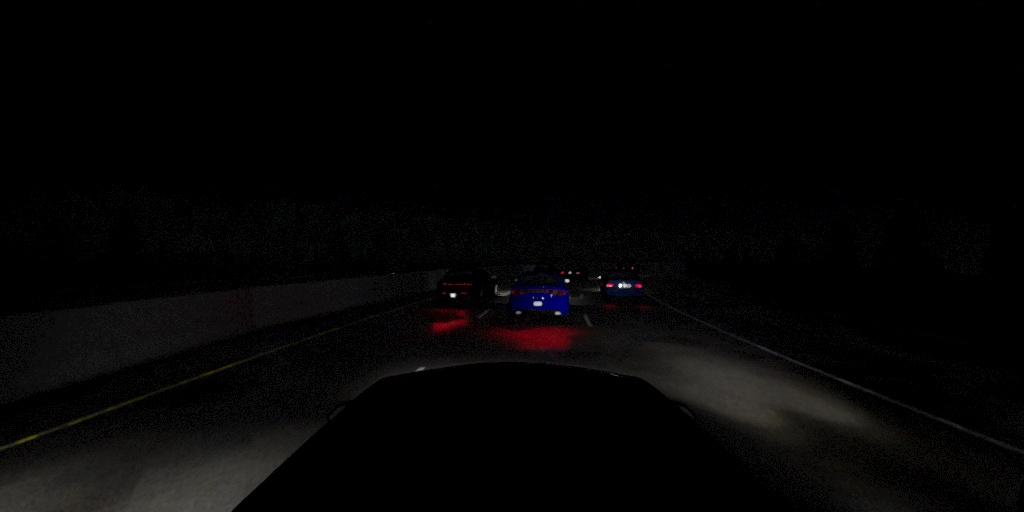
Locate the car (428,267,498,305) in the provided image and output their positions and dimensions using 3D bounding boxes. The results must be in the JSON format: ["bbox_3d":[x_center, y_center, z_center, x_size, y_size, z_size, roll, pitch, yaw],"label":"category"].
[{"bbox_3d":[-1.909,1.293,16.444,1.837,1.490,4.892,0,0,10],"label":"car"}]

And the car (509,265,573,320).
[{"bbox_3d":[1.060,1.262,13.001,1.882,1.535,5.008,0,0,7],"label":"car"}]

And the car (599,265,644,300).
[{"bbox_3d":[5.460,1.362,18.182,2.033,1.411,5.357,0,0,12],"label":"car"}]

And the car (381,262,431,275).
[{"bbox_3d":[-9.332,1.346,31.081,1.837,1.490,4.892,0,0,18],"label":"car"}]

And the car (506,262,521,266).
[{"bbox_3d":[-0.057,1.501,44.936,2.033,1.411,5.357,0,-1,26],"label":"car"}]

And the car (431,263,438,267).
[{"bbox_3d":[-10.021,1.403,39.613,1.837,1.490,4.892,0,-1,22],"label":"car"}]

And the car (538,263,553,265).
[{"bbox_3d":[3.322,1.415,34.885,1.812,1.442,4.674,0,0,21],"label":"car"}]

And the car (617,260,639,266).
[{"bbox_3d":[11.945,1.267,37.136,2.097,1.767,4.553,0,0,25],"label":"car"}]

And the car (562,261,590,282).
[{"bbox_3d":[5.492,1.418,30.959,2.033,1.411,5.357,0,0,20],"label":"car"}]
